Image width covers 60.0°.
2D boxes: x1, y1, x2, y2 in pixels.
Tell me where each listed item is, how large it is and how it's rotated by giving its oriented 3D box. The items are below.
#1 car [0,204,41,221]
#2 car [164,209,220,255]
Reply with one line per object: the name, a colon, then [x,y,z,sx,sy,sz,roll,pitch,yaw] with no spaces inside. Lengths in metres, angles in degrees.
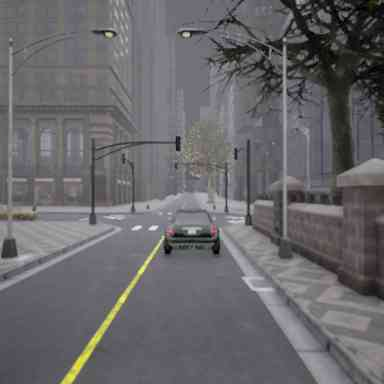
car: [-14.933,1.650,27.163,4.829,1.417,1.752,1,-1,0]
car: [0.003,1.481,14.073,2.097,1.767,4.553,0,-1,0]
